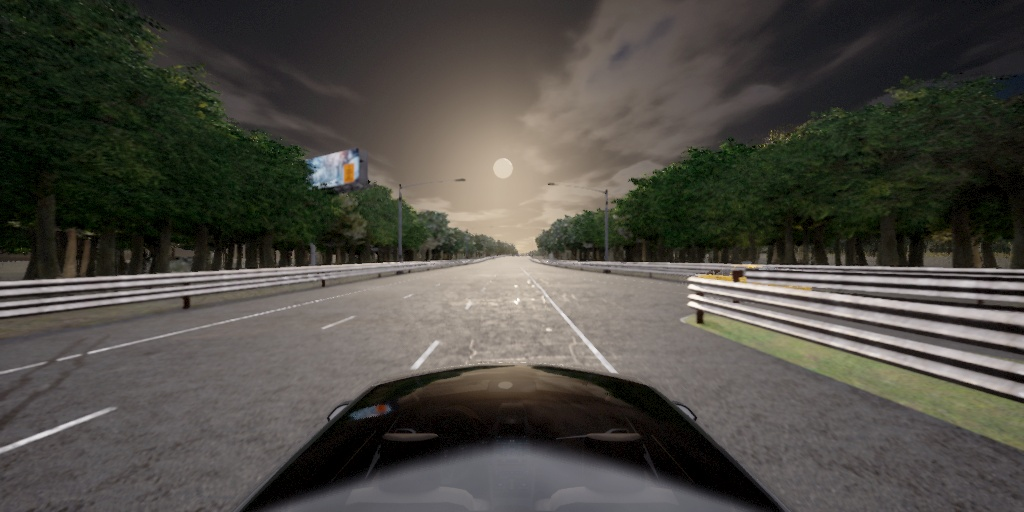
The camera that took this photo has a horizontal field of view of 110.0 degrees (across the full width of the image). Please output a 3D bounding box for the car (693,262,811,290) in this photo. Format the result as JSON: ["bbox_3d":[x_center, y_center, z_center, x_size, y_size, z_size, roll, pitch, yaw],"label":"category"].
[{"bbox_3d":[10.542,1.054,16.520,1.801,1.575,5.366,0,-1,-12],"label":"car"}]
